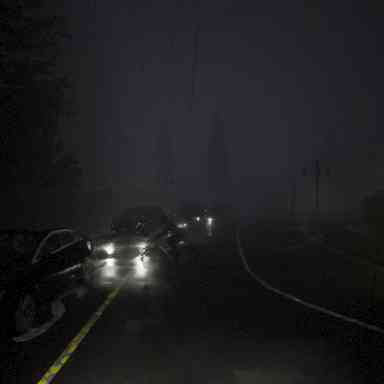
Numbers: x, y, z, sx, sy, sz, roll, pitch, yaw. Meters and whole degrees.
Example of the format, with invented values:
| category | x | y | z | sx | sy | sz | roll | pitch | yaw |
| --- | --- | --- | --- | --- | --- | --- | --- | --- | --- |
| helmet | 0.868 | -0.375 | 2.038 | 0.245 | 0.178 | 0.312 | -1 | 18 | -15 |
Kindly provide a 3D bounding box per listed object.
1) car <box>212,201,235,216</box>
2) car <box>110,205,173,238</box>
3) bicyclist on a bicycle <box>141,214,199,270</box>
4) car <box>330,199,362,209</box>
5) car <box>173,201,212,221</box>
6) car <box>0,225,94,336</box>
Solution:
| category | x | y | z | sx | sy | sz | roll | pitch | yaw |
| --- | --- | --- | --- | --- | --- | --- | --- | --- | --- |
| car | 2.407 | 1.551 | 32.438 | 2.033 | 1.411 | 5.357 | 0 | 0 | 31 |
| car | -2.673 | 1.481 | 17.867 | 1.882 | 1.535 | 5.008 | 0 | 0 | 11 |
| bicyclist on a bicycle | -0.649 | 1.456 | 9.540 | 1.656 | 1.620 | 0.582 | -2 | 0 | 0 |
| car | 20.892 | 1.599 | 44.875 | 4.718 | 1.301 | 1.895 | 0 | 0 | -28 |
| car | -0.344 | 1.497 | 27.248 | 2.128 | 1.511 | 4.902 | 0 | 0 | 22 |
| car | -3.487 | 1.493 | 6.752 | 2.128 | 1.511 | 4.902 | 0 | 0 | 2 |
